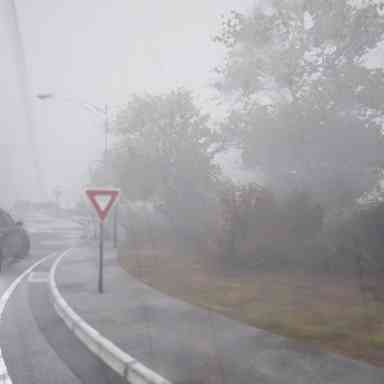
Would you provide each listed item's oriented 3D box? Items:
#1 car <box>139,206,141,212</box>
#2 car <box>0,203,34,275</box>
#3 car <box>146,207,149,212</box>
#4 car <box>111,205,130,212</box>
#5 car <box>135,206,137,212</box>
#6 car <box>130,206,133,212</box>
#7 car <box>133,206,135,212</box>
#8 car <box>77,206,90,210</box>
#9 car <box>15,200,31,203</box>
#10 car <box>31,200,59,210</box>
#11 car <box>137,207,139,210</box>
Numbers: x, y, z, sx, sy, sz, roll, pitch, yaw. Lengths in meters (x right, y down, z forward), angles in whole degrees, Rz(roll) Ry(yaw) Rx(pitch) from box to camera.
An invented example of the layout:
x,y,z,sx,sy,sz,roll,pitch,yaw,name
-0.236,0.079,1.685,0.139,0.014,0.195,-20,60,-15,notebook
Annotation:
x,y,z,sx,sy,sz,roll,pitch,yaw,name
-15.542,4.379,83.303,4.553,1.767,2.185,1,-4,1,car
-7.001,1.541,10.824,2.150,2.045,5.566,1,-1,-15,car
-15.346,5.241,94.295,4.792,1.488,2.163,1,-4,1,car
-15.727,3.338,66.815,4.892,1.521,2.231,1,-4,1,car
-15.588,3.965,75.049,4.792,1.488,2.163,1,-4,1,car
-15.691,3.538,69.562,5.008,1.535,2.097,1,-4,1,car
-15.645,3.738,72.308,4.892,1.521,2.231,1,-4,1,car
-24.410,3.641,74.518,1.882,1.535,5.008,1,-4,1,car
-23.970,1.849,47.959,2.128,1.511,4.902,3,-2,-7,car
-20.807,1.871,47.919,1.882,1.535,5.008,2,-2,-3,car
-15.768,4.121,77.807,5.366,1.575,1.946,1,-4,1,car
